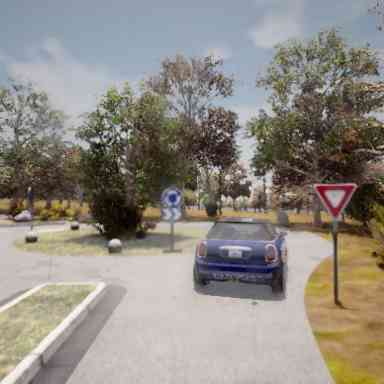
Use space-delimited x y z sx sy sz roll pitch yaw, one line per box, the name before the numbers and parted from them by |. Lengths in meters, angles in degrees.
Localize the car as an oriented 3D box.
car | 1.601 1.490 9.520 2.097 1.767 4.553 0 -2 17
